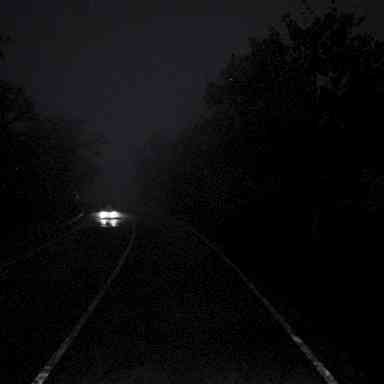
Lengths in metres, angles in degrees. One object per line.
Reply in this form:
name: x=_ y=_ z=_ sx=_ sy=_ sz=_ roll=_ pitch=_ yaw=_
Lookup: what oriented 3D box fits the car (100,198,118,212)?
car: x=-10.100 y=1.529 z=40.414 sx=2.128 sy=1.511 sz=4.902 roll=1 pitch=0 yaw=-15
